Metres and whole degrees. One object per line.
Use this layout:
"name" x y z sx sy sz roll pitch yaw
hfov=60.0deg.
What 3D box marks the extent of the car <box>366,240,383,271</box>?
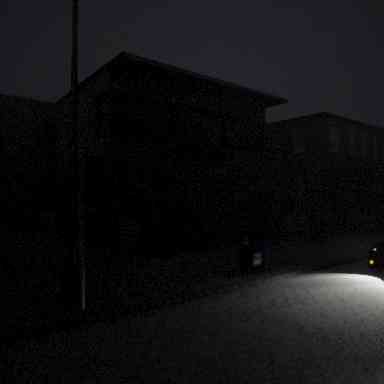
"car" 7.121 1.705 10.101 4.181 1.385 1.994 1 -1 -37
